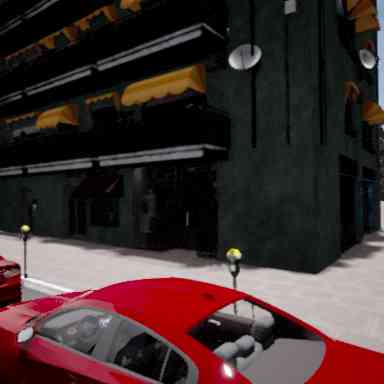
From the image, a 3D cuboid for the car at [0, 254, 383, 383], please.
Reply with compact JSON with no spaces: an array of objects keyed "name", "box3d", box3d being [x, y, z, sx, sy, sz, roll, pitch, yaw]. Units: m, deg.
[{"name":"car","box3d":[-0.481,1.543,3.233,4.507,1.381,1.887,0,-1,36]}]
